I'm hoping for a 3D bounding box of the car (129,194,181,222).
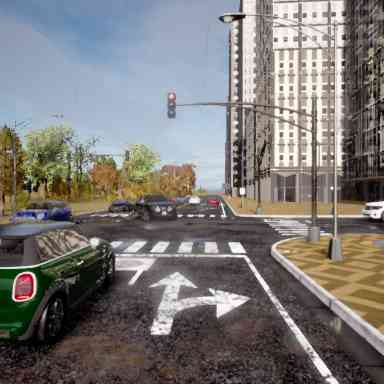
[{"bbox_3d":[-3.071,1.184,26.422,2.150,2.045,5.566,-1,0,-23],"label":"car"}]

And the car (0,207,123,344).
[{"bbox_3d":[-3.007,1.351,6.592,2.097,1.767,4.553,0,0,1],"label":"car"}]

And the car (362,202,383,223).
[{"bbox_3d":[14.821,1.059,22.846,5.566,2.045,2.150,0,0,5],"label":"car"}]

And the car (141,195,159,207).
[{"bbox_3d":[-6.667,1.344,53.225,2.097,1.767,4.553,0,0,5],"label":"car"}]

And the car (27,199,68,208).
[{"bbox_3d":[-9.149,1.345,20.514,2.097,1.767,4.553,0,0,3],"label":"car"}]

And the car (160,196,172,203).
[{"bbox_3d":[-5.338,1.523,68.902,1.812,1.442,4.674,0,0,5],"label":"car"}]

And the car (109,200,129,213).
[{"bbox_3d":[-7.926,1.555,37.362,1.994,1.385,4.181,0,0,4],"label":"car"}]

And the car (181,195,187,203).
[{"bbox_3d":[-2.015,1.352,69.696,2.097,1.767,4.553,0,0,5],"label":"car"}]

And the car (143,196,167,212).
[{"bbox_3d":[-4.436,1.344,40.275,2.097,1.767,4.553,0,0,5],"label":"car"}]

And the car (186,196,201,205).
[{"bbox_3d":[0.567,1.523,59.841,1.812,1.442,4.674,0,0,5],"label":"car"}]

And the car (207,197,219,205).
[{"bbox_3d":[3.676,1.561,57.919,1.994,1.385,4.181,0,0,5],"label":"car"}]
